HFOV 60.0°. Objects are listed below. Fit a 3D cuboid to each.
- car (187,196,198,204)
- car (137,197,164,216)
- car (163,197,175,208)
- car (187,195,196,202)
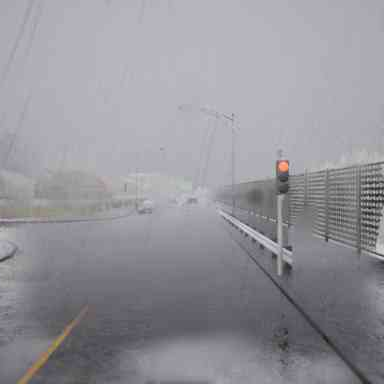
[{"bbox_3d":[0.086,1.477,65.394,1.882,1.535,5.008,0,0,0],"label":"car"},{"bbox_3d":[-4.104,1.526,32.898,1.812,1.442,4.674,0,0,0],"label":"car"},{"bbox_3d":[-4.108,1.490,48.512,2.128,1.511,4.902,0,0,0],"label":"car"},{"bbox_3d":[-0.022,1.540,77.431,2.033,1.411,5.357,0,0,0],"label":"car"}]
